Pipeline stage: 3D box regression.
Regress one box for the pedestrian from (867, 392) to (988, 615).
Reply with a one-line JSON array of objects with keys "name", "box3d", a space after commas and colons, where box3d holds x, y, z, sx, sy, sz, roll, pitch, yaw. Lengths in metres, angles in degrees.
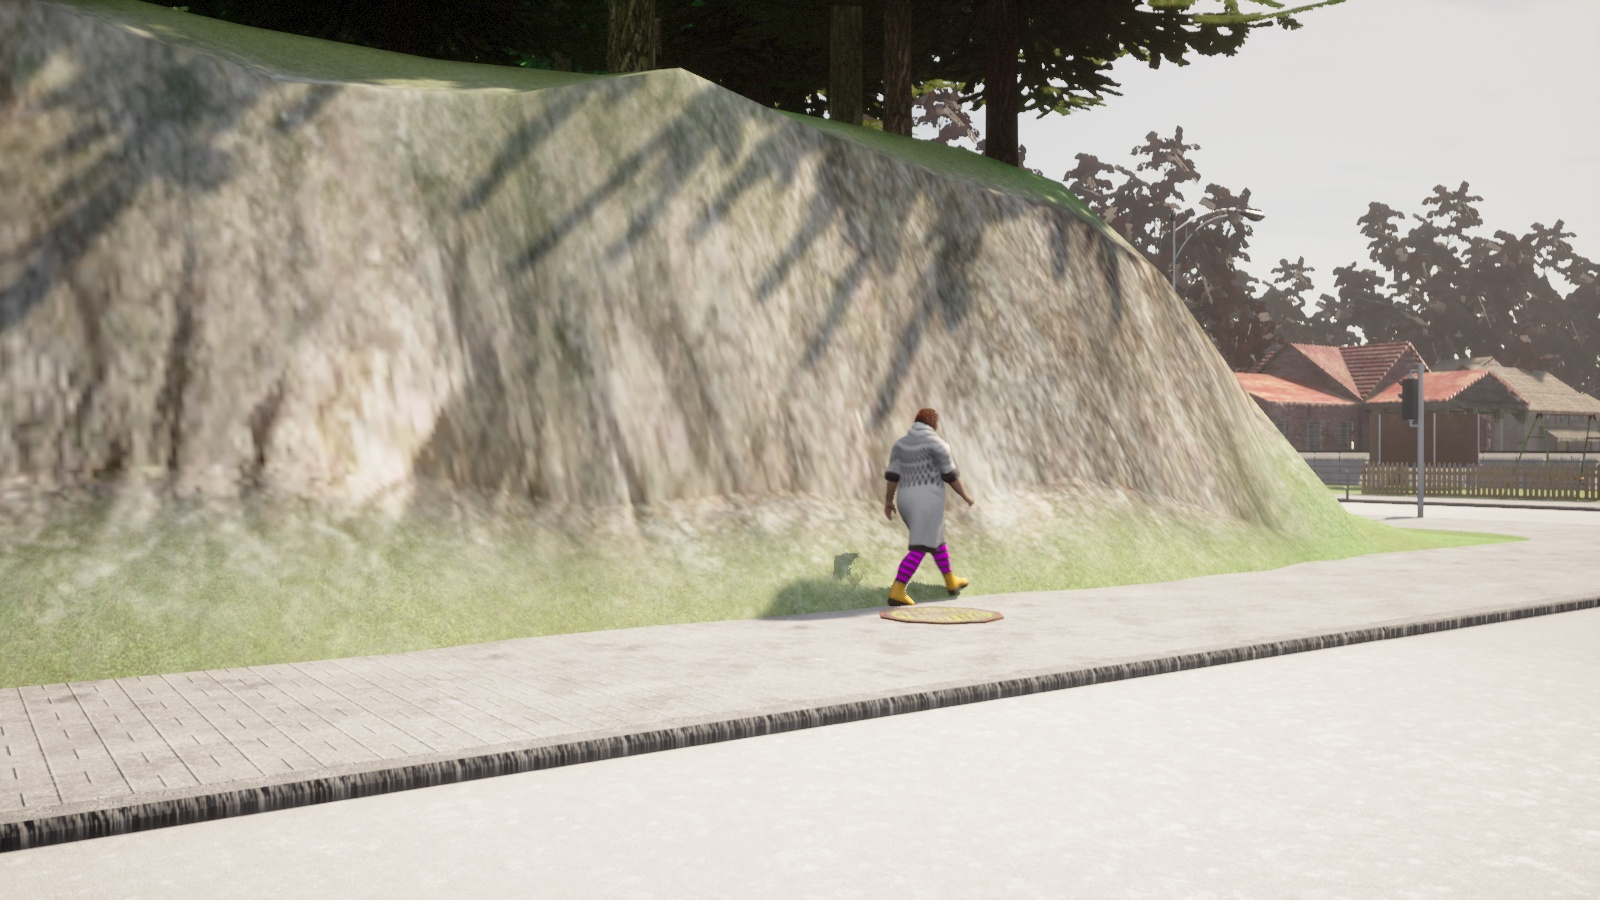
[{"name": "pedestrian", "box3d": [1.168, 0.467, 11.510, 0.873, 1.952, 0.659, 0, 0, -35]}]
